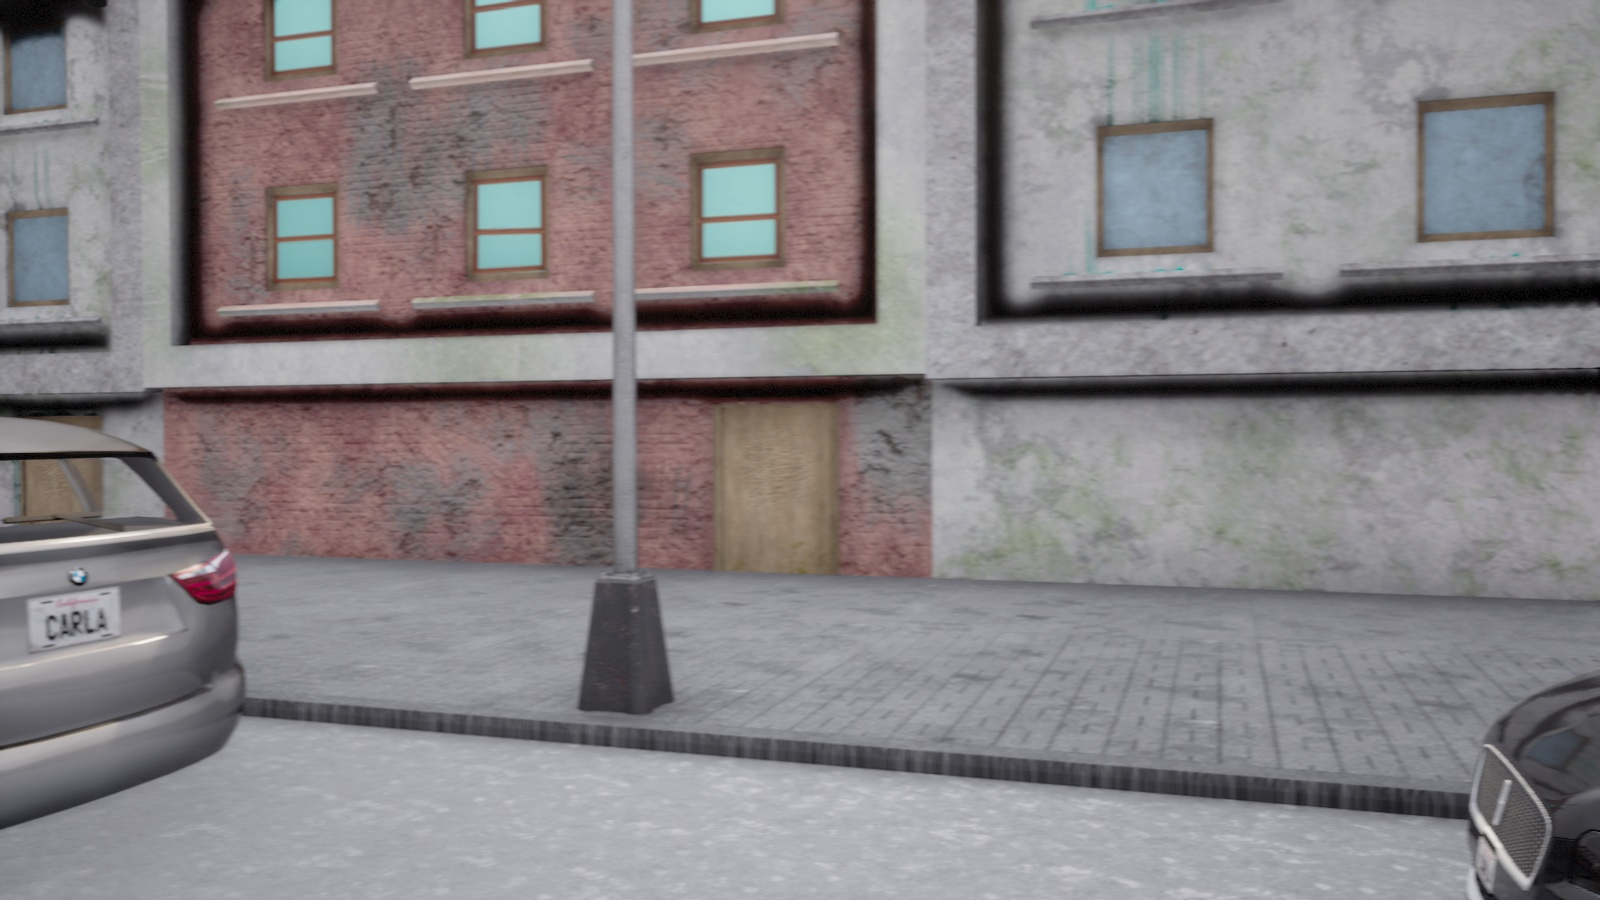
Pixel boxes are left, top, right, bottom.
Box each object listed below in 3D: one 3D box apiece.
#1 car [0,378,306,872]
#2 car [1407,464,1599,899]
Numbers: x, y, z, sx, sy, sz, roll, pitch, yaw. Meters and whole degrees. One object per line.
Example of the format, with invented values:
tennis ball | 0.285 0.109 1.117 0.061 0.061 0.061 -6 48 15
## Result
car | -4.766 0.568 5.322 4.611 1.667 2.242 1 1 19
car | 3.982 0.807 2.387 4.892 1.490 1.837 0 1 19
